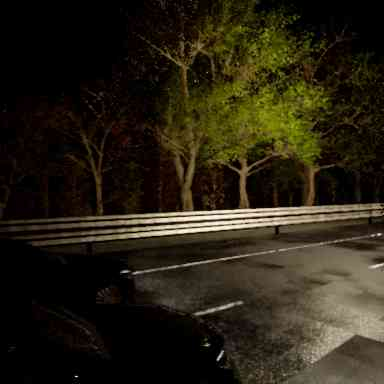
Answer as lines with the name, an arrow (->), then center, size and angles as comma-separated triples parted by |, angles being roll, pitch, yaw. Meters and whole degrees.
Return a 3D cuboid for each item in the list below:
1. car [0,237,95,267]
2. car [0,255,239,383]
car -> -3.286, 1.526, 5.712 | 4.674, 1.442, 1.812 | 0, 0, -35
car -> -1.749, 1.527, 2.509 | 4.674, 1.442, 1.812 | 0, 0, -35
